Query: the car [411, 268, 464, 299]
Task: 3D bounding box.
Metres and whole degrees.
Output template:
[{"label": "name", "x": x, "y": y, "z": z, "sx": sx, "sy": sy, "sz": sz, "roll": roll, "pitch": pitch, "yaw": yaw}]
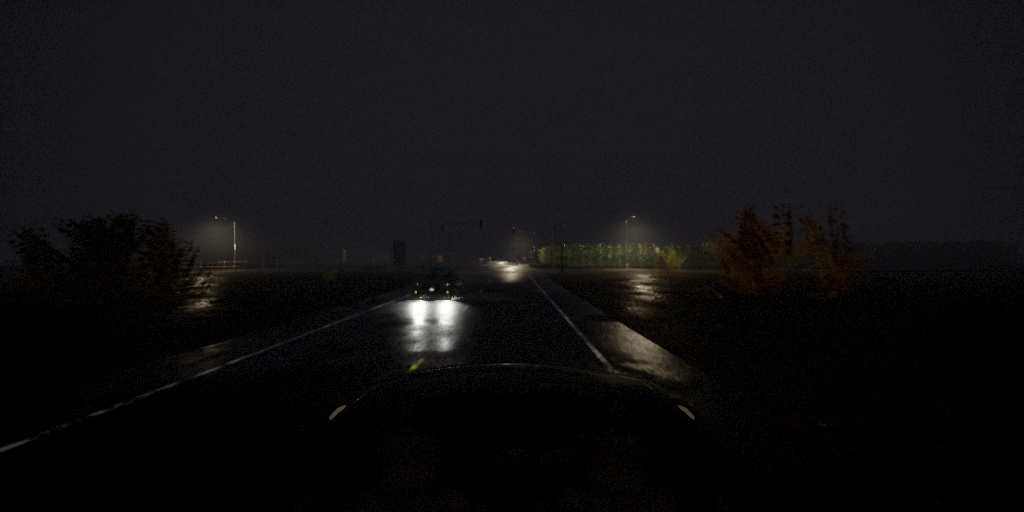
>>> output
[{"label": "car", "x": -3.596, "y": 1.309, "z": 18.014, "sx": 1.994, "sy": 1.385, "sz": 4.181, "roll": 0, "pitch": 0, "yaw": 0}]
